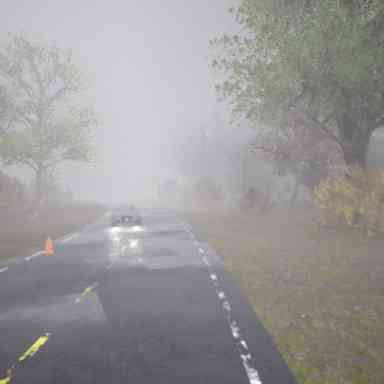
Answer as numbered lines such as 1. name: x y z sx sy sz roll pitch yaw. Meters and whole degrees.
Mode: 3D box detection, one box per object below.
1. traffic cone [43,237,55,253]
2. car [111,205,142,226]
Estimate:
1. traffic cone: -5.358 1.970 12.466 0.340 0.580 0.340 0 0 -4
2. car: -4.655 1.582 23.363 1.994 1.385 4.181 0 0 -14
